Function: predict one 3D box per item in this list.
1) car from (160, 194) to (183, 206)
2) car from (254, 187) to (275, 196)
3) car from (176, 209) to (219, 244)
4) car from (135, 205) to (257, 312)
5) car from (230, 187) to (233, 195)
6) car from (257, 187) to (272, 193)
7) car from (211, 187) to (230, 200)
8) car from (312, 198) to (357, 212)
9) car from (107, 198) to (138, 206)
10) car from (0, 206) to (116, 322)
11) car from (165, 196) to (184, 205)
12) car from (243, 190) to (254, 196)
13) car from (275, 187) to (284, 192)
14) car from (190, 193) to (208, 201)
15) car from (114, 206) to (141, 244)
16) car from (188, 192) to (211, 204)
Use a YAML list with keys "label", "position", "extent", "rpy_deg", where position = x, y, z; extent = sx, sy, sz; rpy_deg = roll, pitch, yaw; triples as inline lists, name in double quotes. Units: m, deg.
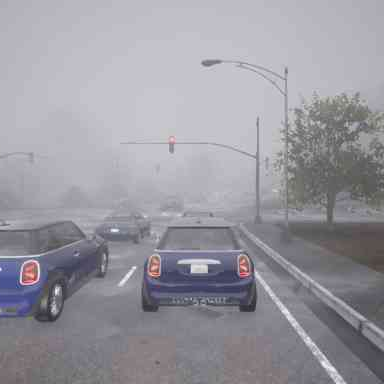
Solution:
- label: "car"
  position: [-2.740, 1.319, 41.544]
  extent: [2.150, 2.045, 5.566]
  rpy_deg: [-1, 0, -12]
- label: "car"
  position: [17.662, 0.142, 80.977]
  extent: [2.128, 1.511, 4.902]
  rpy_deg: [0, 3, 33]
- label: "car"
  position: [0.326, 1.633, 16.940]
  extent: [1.895, 1.301, 4.718]
  rpy_deg: [0, 0, 2]
- label: "car"
  position: [0.139, 1.361, 7.909]
  extent: [2.097, 1.767, 4.553]
  rpy_deg: [0, 0, 0]
- label: "car"
  position: [8.711, -0.159, 86.462]
  extent: [2.150, 2.045, 5.566]
  rpy_deg: [0, 3, 30]
- label: "car"
  position: [19.801, -0.522, 90.398]
  extent: [2.128, 1.511, 4.902]
  rpy_deg: [0, 3, 38]
- label: "car"
  position: [5.914, 0.550, 74.175]
  extent: [2.150, 2.045, 5.566]
  rpy_deg: [0, 3, 26]
- label: "car"
  position: [16.434, 1.532, 38.431]
  extent: [4.892, 1.490, 1.837]
  rpy_deg: [-1, 0, 4]
- label: "car"
  position: [-9.023, 1.607, 43.390]
  extent: [1.837, 1.490, 4.892]
  rpy_deg: [2, 0, 29]
- label: "car"
  position: [-3.365, 1.361, 7.405]
  extent: [2.097, 1.767, 4.553]
  rpy_deg: [0, 0, 1]
- label: "car"
  position: [-3.182, 1.515, 61.221]
  extent: [1.994, 1.385, 4.181]
  rpy_deg: [0, 1, 19]
- label: "car"
  position: [14.132, 0.206, 81.913]
  extent: [1.812, 1.442, 4.674]
  rpy_deg: [0, 3, 33]
- label: "car"
  position: [23.401, -0.599, 89.378]
  extent: [1.882, 1.535, 5.008]
  rpy_deg: [0, 3, 38]
- label: "car"
  position: [1.586, 0.997, 73.230]
  extent: [2.128, 1.511, 4.902]
  rpy_deg: [0, 3, 23]
- label: "car"
  position: [-3.199, 1.594, 16.018]
  extent: [1.994, 1.385, 4.181]
  rpy_deg: [0, 0, 2]
- label: "car"
  position: [1.096, 1.084, 62.834]
  extent: [2.150, 2.045, 5.566]
  rpy_deg: [0, 2, 22]
